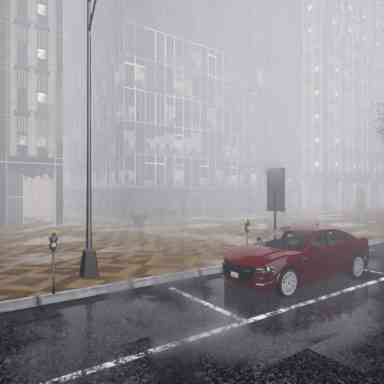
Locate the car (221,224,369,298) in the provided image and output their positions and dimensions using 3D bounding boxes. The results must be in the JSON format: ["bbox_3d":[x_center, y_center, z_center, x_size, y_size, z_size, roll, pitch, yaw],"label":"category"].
[{"bbox_3d":[2.752,1.545,8.502,4.507,1.381,1.887,0,0,-35],"label":"car"}]
